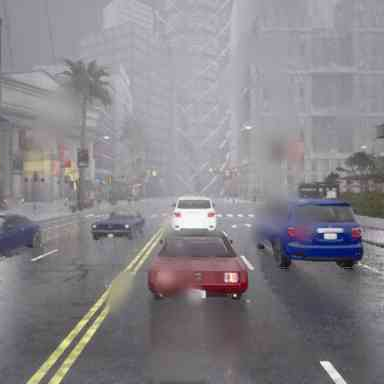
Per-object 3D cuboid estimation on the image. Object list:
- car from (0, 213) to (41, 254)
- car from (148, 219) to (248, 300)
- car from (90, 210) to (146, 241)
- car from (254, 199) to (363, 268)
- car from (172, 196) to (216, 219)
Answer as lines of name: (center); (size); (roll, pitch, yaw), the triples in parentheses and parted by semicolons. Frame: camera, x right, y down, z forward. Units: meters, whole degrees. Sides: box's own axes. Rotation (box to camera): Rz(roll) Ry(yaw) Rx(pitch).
car: (-7.081, 1.526, 11.907); (1.812, 1.442, 4.674); (0, 0, 0)
car: (0.109, 1.601, 8.356); (1.895, 1.301, 4.718); (0, 0, 0)
car: (-3.558, 1.601, 16.775); (1.895, 1.301, 4.718); (0, 0, 0)
car: (3.605, 1.225, 11.351); (2.150, 2.045, 5.566); (0, 0, 0)
car: (0.107, 1.221, 18.123); (2.150, 2.045, 5.566); (0, 0, 0)
